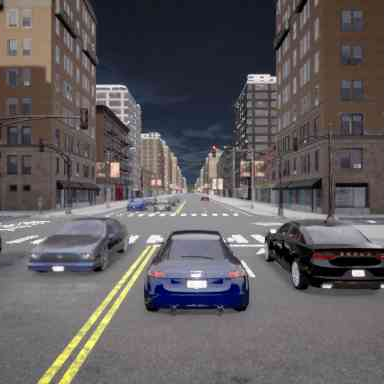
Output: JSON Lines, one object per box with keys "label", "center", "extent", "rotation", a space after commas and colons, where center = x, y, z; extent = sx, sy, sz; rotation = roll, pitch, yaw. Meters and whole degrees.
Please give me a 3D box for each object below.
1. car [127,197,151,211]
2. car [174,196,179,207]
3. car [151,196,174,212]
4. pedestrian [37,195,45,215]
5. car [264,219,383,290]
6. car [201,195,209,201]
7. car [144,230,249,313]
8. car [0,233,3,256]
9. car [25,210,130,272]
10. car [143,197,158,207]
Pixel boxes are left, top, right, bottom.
{"label": "car", "center": [-6.625, 1.476, 40.502], "extent": [1.882, 1.535, 5.008], "rotation": [0, 0, 0]}
{"label": "car", "center": [-3.385, 1.502, 50.335], "extent": [1.837, 1.490, 4.892], "rotation": [0, 0, 0]}
{"label": "car", "center": [-3.382, 1.525, 38.928], "extent": [1.812, 1.442, 4.674], "rotation": [0, 0, 0]}
{"label": "pedestrian", "center": [-14.166, 1.169, 31.071], "extent": [0.375, 1.860, 0.375], "rotation": [0, 0, 0]}
{"label": "car", "center": [3.331, 1.478, 9.137], "extent": [1.882, 1.535, 5.008], "rotation": [0, 0, 0]}
{"label": "car", "center": [3.187, 1.465, 80.561], "extent": [1.882, 1.535, 5.008], "rotation": [0, 0, 0]}
{"label": "car", "center": [0.082, 1.564, 7.759], "extent": [1.994, 1.385, 4.181], "rotation": [0, 0, 0]}
{"label": "car", "center": [-6.606, 1.491, 8.031], "extent": [2.128, 1.511, 4.902], "rotation": [0, 0, 0]}
{"label": "car", "center": [-3.360, 1.547, 11.028], "extent": [2.033, 1.411, 5.357], "rotation": [0, 0, 0]}
{"label": "car", "center": [-6.641, 1.558, 53.204], "extent": [1.994, 1.385, 4.181], "rotation": [0, 0, -1]}
